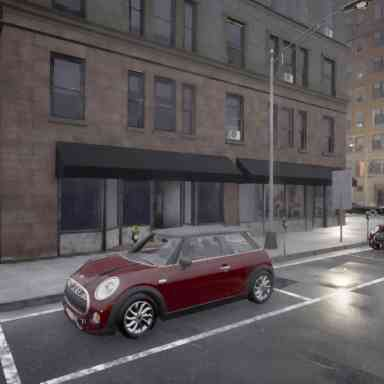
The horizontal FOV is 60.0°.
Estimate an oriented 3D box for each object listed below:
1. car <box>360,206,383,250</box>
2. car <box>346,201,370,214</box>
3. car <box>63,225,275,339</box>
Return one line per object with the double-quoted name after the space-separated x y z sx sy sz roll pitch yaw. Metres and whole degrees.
8.632 1.445 12.872 4.097 1.590 1.967 0 0 -35 "car"
15.589 1.531 30.734 1.895 1.301 4.718 1 0 -36 "car"
-0.327 1.441 6.513 4.097 1.590 1.967 0 0 -35 "car"
